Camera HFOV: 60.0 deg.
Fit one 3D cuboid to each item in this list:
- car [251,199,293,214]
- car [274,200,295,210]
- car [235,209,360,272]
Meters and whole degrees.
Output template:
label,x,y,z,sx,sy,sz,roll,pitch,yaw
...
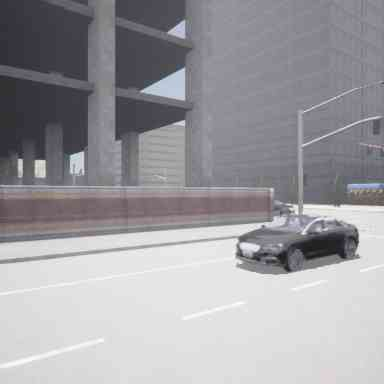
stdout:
label,x,y,z,sx,sy,sz,roll,pitch,yaw
car,8.693,1.564,36.500,1.994,1.385,4.181,0,0,-36
car,7.617,1.491,32.029,2.128,1.511,4.902,0,0,-36
car,3.562,1.491,10.872,4.902,1.511,2.128,0,0,-36
